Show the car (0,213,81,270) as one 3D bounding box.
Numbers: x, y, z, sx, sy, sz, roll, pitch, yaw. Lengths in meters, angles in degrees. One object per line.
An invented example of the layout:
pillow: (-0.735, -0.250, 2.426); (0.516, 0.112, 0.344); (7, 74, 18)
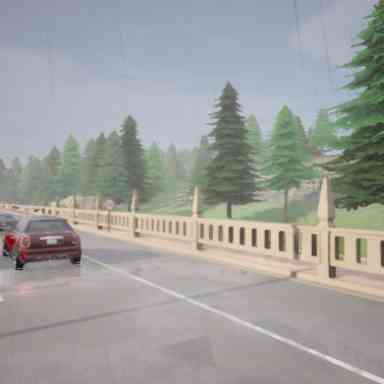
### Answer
car: (-5.859, 1.702, 12.728); (2.097, 1.767, 4.553); (1, -2, -35)
